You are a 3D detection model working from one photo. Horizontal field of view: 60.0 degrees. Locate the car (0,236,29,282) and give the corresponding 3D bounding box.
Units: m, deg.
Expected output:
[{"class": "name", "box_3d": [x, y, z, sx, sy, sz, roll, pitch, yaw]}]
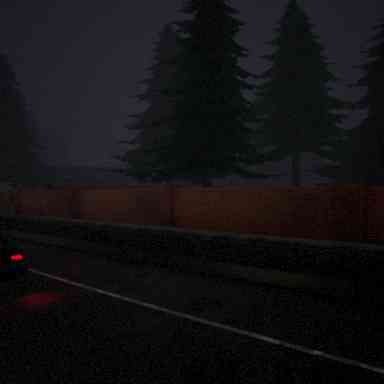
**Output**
[{"class": "car", "box_3d": [-6.269, 1.560, 8.767, 5.357, 1.411, 2.033, 0, 0, 41]}]
